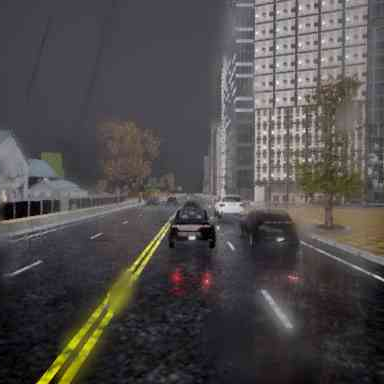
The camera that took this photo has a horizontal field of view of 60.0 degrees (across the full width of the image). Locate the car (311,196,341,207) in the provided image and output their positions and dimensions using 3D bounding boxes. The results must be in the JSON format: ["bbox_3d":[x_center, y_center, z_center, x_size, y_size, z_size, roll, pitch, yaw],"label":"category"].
[{"bbox_3d":[23.014,1.663,57.691,5.009,1.841,2.192,0,2,20],"label":"car"}]

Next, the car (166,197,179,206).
[{"bbox_3d":[-3.249,1.575,55.612,1.837,1.490,4.892,0,0,0],"label":"car"}]

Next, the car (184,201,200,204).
[{"bbox_3d":[0.000,1.528,29.662,1.812,1.442,4.674,0,0,0],"label":"car"}]

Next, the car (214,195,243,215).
[{"bbox_3d":[3.250,1.253,29.690,2.150,2.045,5.566,0,0,0],"label":"car"}]

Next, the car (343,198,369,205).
[{"bbox_3d":[31.048,1.744,63.145,4.403,1.369,2.008,0,2,20],"label":"car"}]

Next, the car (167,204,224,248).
[{"bbox_3d":[0.000,1.488,14.655,2.128,1.511,4.902,0,0,0],"label":"car"}]

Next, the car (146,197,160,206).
[{"bbox_3d":[-6.499,1.616,55.612,2.033,1.411,5.357,0,0,0],"label":"car"}]

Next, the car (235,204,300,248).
[{"bbox_3d":[3.250,1.510,14.655,1.837,1.490,4.892,0,0,0],"label":"car"}]
